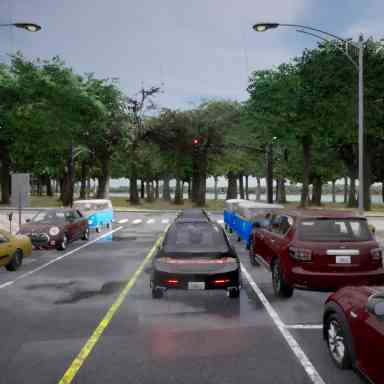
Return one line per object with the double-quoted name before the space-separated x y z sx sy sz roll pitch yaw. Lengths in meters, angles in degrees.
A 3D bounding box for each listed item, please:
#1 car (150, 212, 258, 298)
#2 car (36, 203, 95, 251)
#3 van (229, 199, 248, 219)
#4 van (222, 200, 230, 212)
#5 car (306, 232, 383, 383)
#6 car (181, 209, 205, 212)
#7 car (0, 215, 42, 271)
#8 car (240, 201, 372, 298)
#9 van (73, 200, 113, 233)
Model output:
"car" 0.084 1.492 8.480 2.128 1.511 4.902 0 0 0
"car" -5.774 1.441 13.882 1.967 1.590 4.097 0 0 0
"van" 2.751 1.342 13.888 1.690 1.788 3.998 0 0 0
"van" 2.748 1.343 19.325 1.690 1.788 3.998 0 0 0
"car" 2.759 1.440 3.012 1.967 1.590 4.097 0 0 0
"car" 0.045 1.565 17.399 1.994 1.385 4.181 0 0 1
"car" -5.770 1.526 8.275 1.752 1.417 4.829 0 0 0
"car" 2.755 1.315 8.450 2.192 1.841 5.009 0 0 0
"van" -5.777 1.343 19.320 1.690 1.788 3.998 0 0 0
